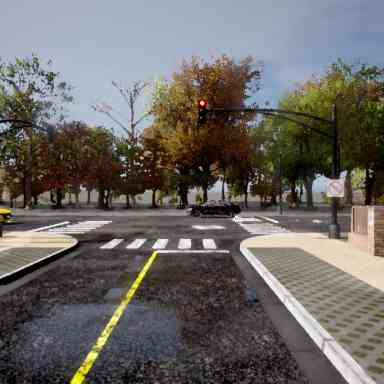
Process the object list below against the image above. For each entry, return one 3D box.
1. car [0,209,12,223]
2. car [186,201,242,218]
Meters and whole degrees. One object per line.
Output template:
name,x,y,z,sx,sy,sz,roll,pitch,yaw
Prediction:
car,-15.084,1.423,22.880,5.008,1.535,1.882,0,0,0
car,1.952,1.511,29.568,4.902,1.511,2.128,0,0,0
